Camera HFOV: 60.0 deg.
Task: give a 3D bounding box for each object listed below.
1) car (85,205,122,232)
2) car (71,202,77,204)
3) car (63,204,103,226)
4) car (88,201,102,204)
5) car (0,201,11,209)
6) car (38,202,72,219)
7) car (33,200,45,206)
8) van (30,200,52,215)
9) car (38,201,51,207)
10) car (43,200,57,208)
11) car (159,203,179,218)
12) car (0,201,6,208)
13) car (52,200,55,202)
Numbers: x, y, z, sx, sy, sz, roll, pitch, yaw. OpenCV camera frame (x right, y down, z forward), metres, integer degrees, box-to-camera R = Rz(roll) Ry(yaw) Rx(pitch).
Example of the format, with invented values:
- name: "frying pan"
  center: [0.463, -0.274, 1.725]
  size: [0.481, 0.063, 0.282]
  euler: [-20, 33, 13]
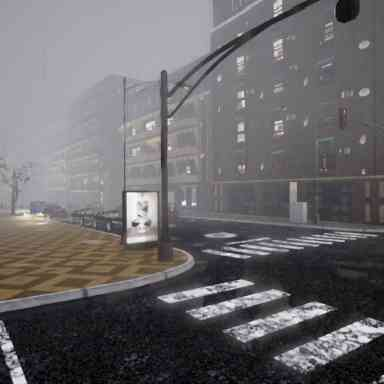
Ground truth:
- name: "car"
  center: [-5.547, 1.891, 23.127]
  size: [2.008, 1.369, 4.403]
  euler: [-2, 0, -36]
- name: "car"
  center: [-21.503, 2.430, 59.700]
  size: [1.802, 1.307, 4.206]
  euler: [-2, 0, -36]
- name: "car"
  center: [-8.811, 1.972, 27.639]
  size: [2.008, 1.369, 4.403]
  euler: [-2, 0, -36]
- name: "car"
  center: [-14.974, 2.125, 50.678]
  size: [1.967, 1.590, 4.097]
  euler: [-2, 0, -36]
- name: "car"
  center: [-38.086, 2.706, 68.325]
  size: [2.008, 1.369, 4.403]
  euler: [-2, 0, -36]
- name: "car"
  center: [-14.888, 2.118, 36.115]
  size: [1.887, 1.381, 4.507]
  euler: [-2, 0, -36]
- name: "car"
  center: [-37.825, 2.803, 82.261]
  size: [1.887, 1.381, 4.507]
  euler: [-2, 0, -36]
- name: "van"
  center: [-19.806, 2.038, 43.003]
  size: [1.690, 1.788, 3.998]
  euler: [-2, 0, -36]
- name: "car"
  center: [-34.560, 2.742, 77.748]
  size: [1.947, 1.339, 4.313]
  euler: [-2, 0, -36]
- name: "car"
  center: [-31.299, 2.534, 73.236]
  size: [1.967, 1.590, 4.097]
  euler: [-2, 0, -36]
- name: "car"
  center: [-3.126, 1.831, 34.514]
  size: [1.967, 1.590, 4.097]
  euler: [-2, 0, -36]
- name: "car"
  center: [-44.615, 2.865, 77.349]
  size: [1.887, 1.381, 4.507]
  euler: [-2, 0, -36]
- name: "car"
  center: [-25.348, 2.475, 60.610]
  size: [1.994, 1.385, 4.181]
  euler: [-1, -1, -36]
